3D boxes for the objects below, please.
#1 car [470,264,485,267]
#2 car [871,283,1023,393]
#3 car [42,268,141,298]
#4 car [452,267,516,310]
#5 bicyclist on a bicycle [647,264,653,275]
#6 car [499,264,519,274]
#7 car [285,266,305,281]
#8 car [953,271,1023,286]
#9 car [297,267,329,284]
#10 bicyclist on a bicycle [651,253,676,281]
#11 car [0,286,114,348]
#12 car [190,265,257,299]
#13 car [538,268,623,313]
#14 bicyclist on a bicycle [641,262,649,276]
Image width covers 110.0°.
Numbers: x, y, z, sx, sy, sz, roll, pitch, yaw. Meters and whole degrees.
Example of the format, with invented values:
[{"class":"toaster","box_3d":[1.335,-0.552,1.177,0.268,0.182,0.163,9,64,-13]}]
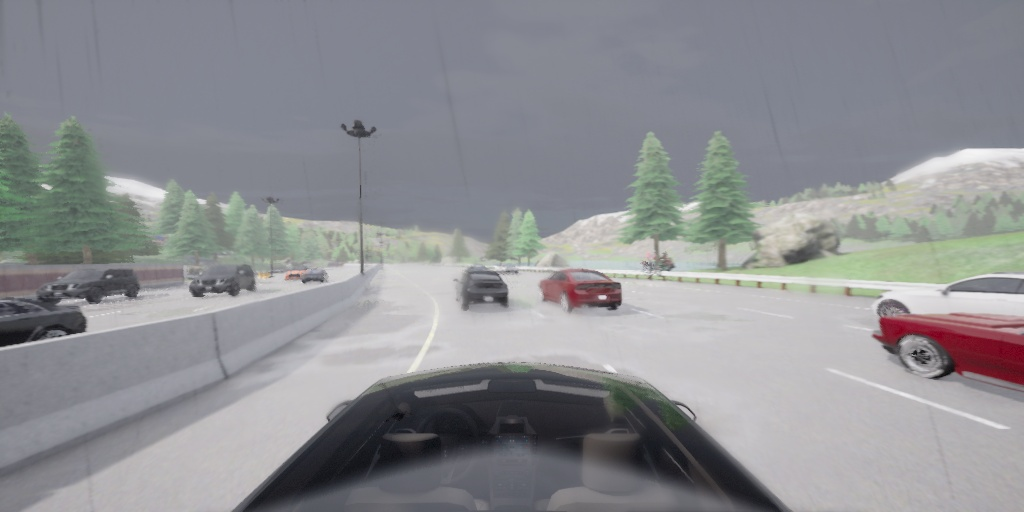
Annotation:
[{"class":"car","box_3d":[-4.264,1.697,45.049,1.994,1.385,4.181,-1,0,-19]},{"class":"car","box_3d":[7.139,1.176,3.959,1.895,1.301,4.718,-1,0,-2]},{"class":"car","box_3d":[-25.942,1.789,22.350,2.150,2.045,5.566,-1,-1,-20]},{"class":"car","box_3d":[-1.423,1.380,15.664,1.837,1.490,4.892,0,-1,-14]},{"class":"bicyclist on a bicycle","box_3d":[11.256,0.551,26.713,1.656,1.620,0.582,4,18,-31]},{"class":"car","box_3d":[-0.735,1.643,45.558,1.895,1.301,4.718,-1,0,-20]},{"class":"car","box_3d":[-26.312,2.061,44.162,2.097,1.767,4.553,-1,0,-20]},{"class":"car","box_3d":[10.411,1.037,7.381,1.812,1.442,4.674,-1,-1,-5]},{"class":"car","box_3d":[-19.781,2.036,36.321,2.033,1.411,5.357,-1,0,-19]},{"class":"bicyclist on a bicycle","box_3d":[11.533,0.908,26.470,1.656,1.620,0.582,21,5,-15]},{"class":"car","box_3d":[-10.802,1.557,6.374,2.128,1.511,4.902,-1,0,-6]},{"class":"car","box_3d":[-19.136,1.619,24.117,2.150,2.045,5.566,-1,-1,-20]},{"class":"car","box_3d":[2.479,1.241,14.214,1.882,1.535,5.008,-1,-1,-12]},{"class":"bicyclist on a bicycle","box_3d":[10.693,0.969,27.924,1.656,0.582,1.620,-10,42,-17]}]
